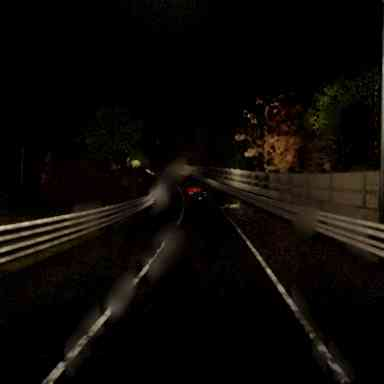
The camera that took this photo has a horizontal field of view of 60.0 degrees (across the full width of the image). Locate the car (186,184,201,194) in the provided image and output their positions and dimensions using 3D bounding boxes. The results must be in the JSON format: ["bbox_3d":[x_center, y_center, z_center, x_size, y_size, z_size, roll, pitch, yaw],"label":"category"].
[{"bbox_3d":[0.286,-0.459,48.944,2.097,1.767,4.553,0,5,-4],"label":"car"}]

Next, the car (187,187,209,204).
[{"bbox_3d":[0.803,0.541,38.102,1.994,1.385,4.181,0,4,-2],"label":"car"}]
